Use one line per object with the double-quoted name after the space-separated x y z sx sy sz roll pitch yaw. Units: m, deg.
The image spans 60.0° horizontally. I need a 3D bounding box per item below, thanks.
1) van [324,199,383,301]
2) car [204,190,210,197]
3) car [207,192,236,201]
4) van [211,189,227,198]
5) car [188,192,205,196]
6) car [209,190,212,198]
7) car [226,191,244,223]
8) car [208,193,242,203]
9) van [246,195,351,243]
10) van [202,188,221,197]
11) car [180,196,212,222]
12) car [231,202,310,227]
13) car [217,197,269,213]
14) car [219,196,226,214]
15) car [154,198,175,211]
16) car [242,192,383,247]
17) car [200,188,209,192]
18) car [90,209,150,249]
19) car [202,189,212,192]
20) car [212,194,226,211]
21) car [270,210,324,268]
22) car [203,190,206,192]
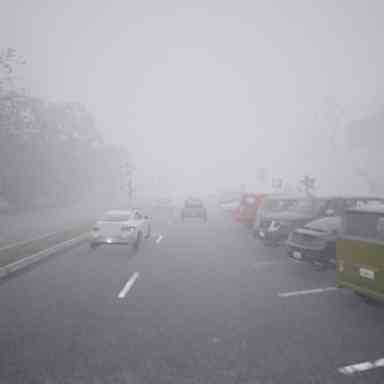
5.188 1.225 6.734 4.442 1.987 1.878 1 0 -20 "van"
4.936 0.955 48.403 5.366 1.575 1.946 0 2 -20 "car"
5.112 0.817 57.417 4.674 1.452 2.002 0 1 -20 "car"
4.997 0.906 39.464 4.442 1.987 1.878 0 1 -20 "van"
0.134 1.093 41.688 2.128 1.511 4.902 0 1 0 "car"
5.077 0.951 42.492 4.553 1.767 2.185 0 1 -20 "car"
5.115 1.127 18.638 5.566 2.045 2.435 1 0 -20 "car"
5.138 0.926 51.465 4.792 1.488 2.163 0 1 -20 "car"
4.978 1.170 15.595 4.442 1.987 1.878 1 1 -20 "van"
5.032 0.123 84.206 4.442 1.987 1.878 1 1 -20 "van"
0.121 1.328 24.857 2.128 1.511 4.902 0 0 0 "car"
5.084 1.394 21.611 4.674 1.452 2.002 1 0 -20 "car"
5.124 1.256 33.564 4.792 1.488 2.163 1 1 -20 "car"
5.065 1.329 27.568 4.792 1.488 2.163 1 1 -20 "car"
-2.871 1.301 35.810 1.895 1.301 4.718 0 1 0 "car"
5.059 1.163 12.641 5.566 2.045 2.435 1 1 -20 "car"
5.155 0.315 69.352 5.566 2.045 2.435 0 1 -20 "car"
-2.888 1.443 13.927 1.812 1.442 4.674 0 0 0 "car"
5.134 0.617 66.355 4.892 1.521 2.231 0 1 -20 "car"
4.923 1.259 30.495 5.366 1.575 1.946 1 1 -20 "car"
5.072 1.433 9.674 4.892 1.521 2.231 1 0 -20 "car"
4.941 0.831 54.368 5.366 1.575 1.946 0 1 -20 "car"
